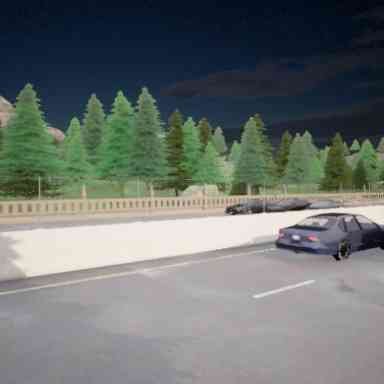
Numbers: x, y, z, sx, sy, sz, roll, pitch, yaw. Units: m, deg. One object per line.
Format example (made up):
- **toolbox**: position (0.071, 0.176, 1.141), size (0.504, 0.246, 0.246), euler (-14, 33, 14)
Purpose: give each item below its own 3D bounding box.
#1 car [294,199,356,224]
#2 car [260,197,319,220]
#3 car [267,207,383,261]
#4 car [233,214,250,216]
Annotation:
- **car**: position (9.523, 1.312, 23.681), size (4.674, 1.442, 1.812), euler (-1, 0, -35)
- **car**: position (7.954, 1.259, 26.860), size (5.008, 1.535, 1.882), euler (-1, 0, -35)
- **car**: position (5.284, 1.437, 11.816), size (5.357, 1.411, 2.033), euler (-1, 0, -36)
- **car**: position (5.418, 1.335, 29.354), size (5.357, 1.411, 2.033), euler (-1, 0, -35)
